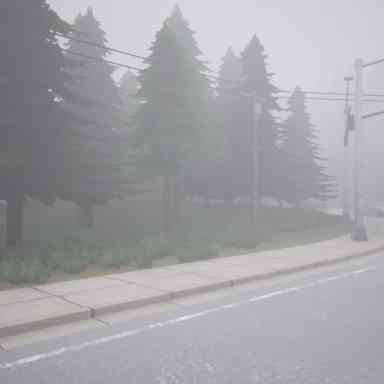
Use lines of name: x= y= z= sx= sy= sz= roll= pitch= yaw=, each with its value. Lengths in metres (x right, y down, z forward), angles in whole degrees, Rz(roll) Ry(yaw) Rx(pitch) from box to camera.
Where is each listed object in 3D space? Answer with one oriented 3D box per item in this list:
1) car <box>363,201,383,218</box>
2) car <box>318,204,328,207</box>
car: x=17.224 y=1.525 z=30.667 sx=1.812 sy=1.442 sz=4.674 roll=0 pitch=0 yaw=-1
car: x=14.856 y=1.506 z=42.110 sx=1.837 sy=1.490 sz=4.892 roll=0 pitch=0 yaw=-25
